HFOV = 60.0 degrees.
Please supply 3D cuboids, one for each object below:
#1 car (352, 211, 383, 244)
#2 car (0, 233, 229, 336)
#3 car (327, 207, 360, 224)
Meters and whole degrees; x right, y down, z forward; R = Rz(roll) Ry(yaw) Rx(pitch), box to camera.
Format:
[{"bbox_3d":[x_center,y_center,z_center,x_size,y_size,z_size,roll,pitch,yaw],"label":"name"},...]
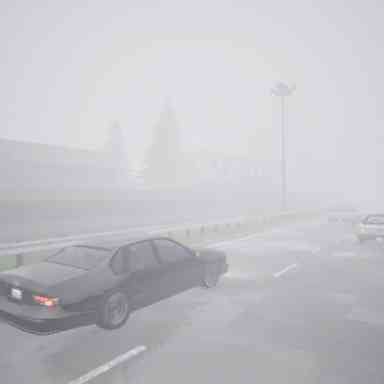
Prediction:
[{"bbox_3d":[9.252,1.725,15.961,1.895,1.301,4.718,0,-1,35],"label":"car"},{"bbox_3d":[-1.213,1.603,7.094,2.033,1.411,5.357,0,-1,35],"label":"car"},{"bbox_3d":[12.145,1.804,26.218,1.895,1.301,4.718,0,-1,35],"label":"car"}]
